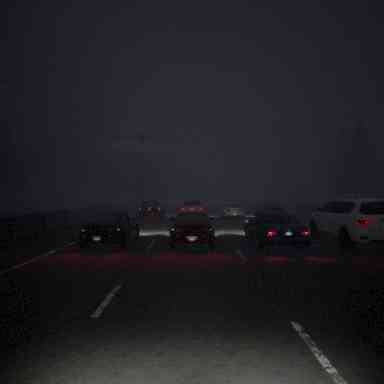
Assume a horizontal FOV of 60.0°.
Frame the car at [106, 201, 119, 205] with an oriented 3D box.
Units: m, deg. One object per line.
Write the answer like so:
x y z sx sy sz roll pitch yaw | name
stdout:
-17.499 2.518 72.986 1.895 1.301 4.718 0 -2 0 | car

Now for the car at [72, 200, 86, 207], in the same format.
-24.499 2.463 73.018 2.033 1.411 5.357 0 -2 0 | car

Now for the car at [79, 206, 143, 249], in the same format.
-3.500 1.546 14.546 1.812 1.442 4.674 0 0 0 | car

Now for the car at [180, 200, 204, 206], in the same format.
0.000 1.487 29.531 2.097 1.767 4.553 0 -1 0 | car

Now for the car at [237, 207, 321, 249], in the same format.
3.500 1.576 14.546 2.033 1.411 5.357 0 0 0 | car

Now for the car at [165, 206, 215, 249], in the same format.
0.000 1.546 14.546 1.812 1.442 4.674 0 0 0 | car

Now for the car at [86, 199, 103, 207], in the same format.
-20.999 2.279 73.052 2.097 1.767 4.553 0 -2 0 | car

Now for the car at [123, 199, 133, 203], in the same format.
-13.999 2.423 73.018 1.837 1.490 4.892 0 -2 0 | car

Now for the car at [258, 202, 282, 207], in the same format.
7.000 1.654 29.559 1.812 1.442 4.674 0 -1 0 | car

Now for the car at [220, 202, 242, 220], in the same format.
3.500 1.654 29.559 1.812 1.442 4.674 0 -1 0 | car

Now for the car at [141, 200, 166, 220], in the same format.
-3.500 1.487 29.531 2.097 1.767 4.553 0 -1 0 | car

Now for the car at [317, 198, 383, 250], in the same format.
7.000 1.271 14.575 2.150 2.045 5.566 0 0 0 | car
